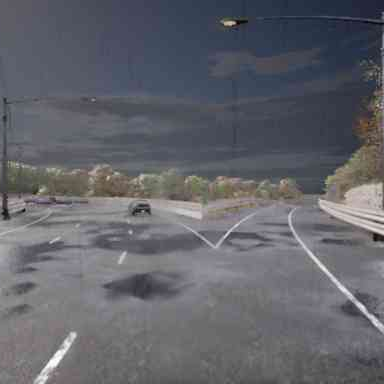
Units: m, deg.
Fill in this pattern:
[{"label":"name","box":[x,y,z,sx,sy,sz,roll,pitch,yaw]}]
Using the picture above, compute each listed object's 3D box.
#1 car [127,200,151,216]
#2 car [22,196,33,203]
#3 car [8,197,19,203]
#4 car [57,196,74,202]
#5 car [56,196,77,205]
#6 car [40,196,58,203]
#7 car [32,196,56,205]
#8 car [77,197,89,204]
[{"label":"car","box":[-5.298,1.543,33.332,1.837,1.490,4.892,0,0,-18]},{"label":"car","box":[-33.495,1.595,69.754,1.994,1.385,4.181,0,0,-44]},{"label":"car","box":[-41.596,1.823,78.002,5.357,1.411,2.033,0,0,41]},{"label":"car","box":[-28.492,1.549,74.652,1.812,1.442,4.674,0,0,-44]},{"label":"car","box":[-24.672,1.708,64.289,2.033,1.411,5.357,0,0,-38]},{"label":"car","box":[-31.134,1.544,72.357,1.837,1.490,4.892,0,0,-44]},{"label":"car","box":[-27.877,1.726,62.718,2.033,1.411,5.357,0,0,-38]},{"label":"car","box":[-22.285,1.702,66.934,1.994,1.385,4.181,0,0,-38]}]
